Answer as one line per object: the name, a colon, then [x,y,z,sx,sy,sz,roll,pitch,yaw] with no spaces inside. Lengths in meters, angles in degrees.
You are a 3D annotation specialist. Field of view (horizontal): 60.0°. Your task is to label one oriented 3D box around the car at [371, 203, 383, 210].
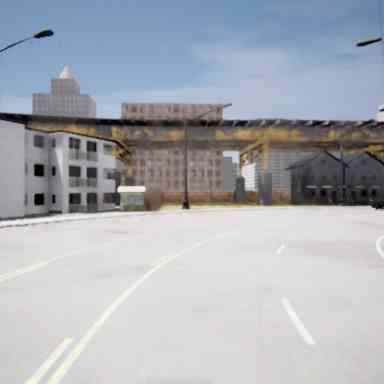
car: [24.278,1.575,40.119,4.718,1.301,1.895,0,0,-5]
